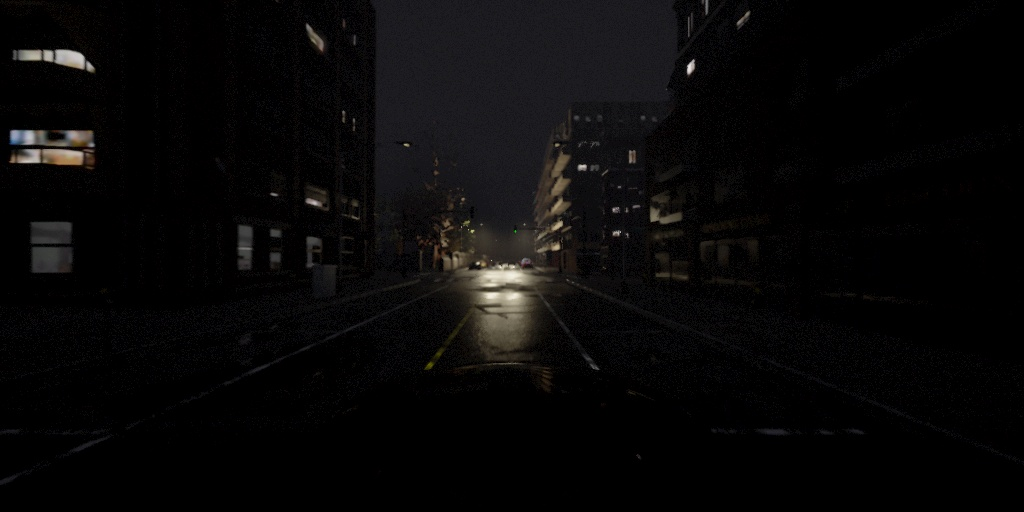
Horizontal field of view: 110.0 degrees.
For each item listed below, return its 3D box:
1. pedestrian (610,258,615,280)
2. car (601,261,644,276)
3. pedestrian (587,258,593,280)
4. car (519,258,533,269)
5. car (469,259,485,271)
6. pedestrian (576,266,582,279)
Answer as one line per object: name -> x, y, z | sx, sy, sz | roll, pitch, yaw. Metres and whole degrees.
pedestrian -> 8.123, 1.043, 29.175 | 0.375, 1.860, 0.375 | 0, 0, 0
car -> 13.430, 1.515, 43.758 | 5.009, 1.841, 2.192 | 0, 0, -1
pedestrian -> 6.126, 0.992, 28.574 | 0.375, 1.860, 0.375 | 0, 0, 0
car -> 2.664, 1.547, 61.726 | 1.888, 1.381, 4.507 | 0, 0, 0
car -> -5.714, 1.540, 56.092 | 1.948, 1.339, 4.313 | 0, 0, 0
pedestrian -> 5.566, 1.376, 29.771 | 0.500, 1.100, 0.500 | 0, 0, 0
